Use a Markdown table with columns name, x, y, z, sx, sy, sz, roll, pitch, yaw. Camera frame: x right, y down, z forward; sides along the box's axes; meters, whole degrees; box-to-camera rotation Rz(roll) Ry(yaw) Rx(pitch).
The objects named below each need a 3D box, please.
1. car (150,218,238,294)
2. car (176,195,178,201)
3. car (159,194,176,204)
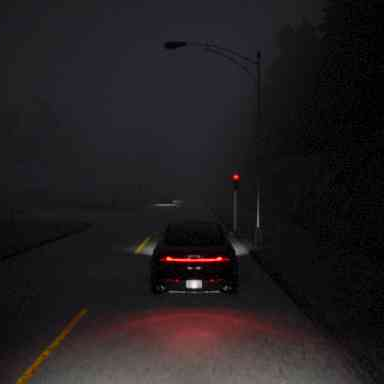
| name | x | y | z | sx | sy | sz | roll | pitch | yaw |
| --- | --- | --- | --- | --- | --- | --- | --- | --- | --- |
| car | 0.058 | 1.446 | 8.591 | 1.837 | 1.490 | 4.892 | 0 | 0 | 0 |
| car | -4.005 | 1.094 | 68.410 | 1.994 | 1.385 | 4.181 | 0 | 1 | 0 |
| car | -4.082 | 1.208 | 52.552 | 1.994 | 1.385 | 4.181 | 0 | 0 | 0 |
